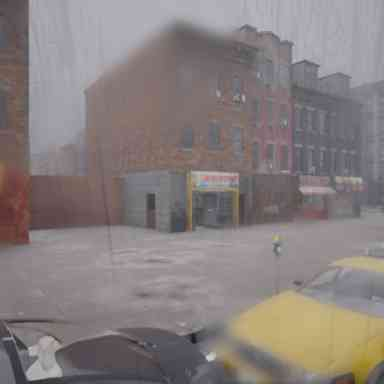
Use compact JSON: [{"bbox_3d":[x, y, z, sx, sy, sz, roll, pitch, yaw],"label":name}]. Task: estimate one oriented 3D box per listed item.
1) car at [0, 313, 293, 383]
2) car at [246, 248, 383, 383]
[{"bbox_3d":[-1.783,1.548,1.540,4.403,1.369,2.008,0,0,-35],"label":"car"},{"bbox_3d":[2.517,1.523,4.608,4.829,1.417,1.752,0,0,-35],"label":"car"}]
